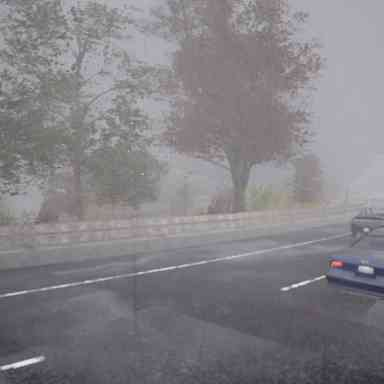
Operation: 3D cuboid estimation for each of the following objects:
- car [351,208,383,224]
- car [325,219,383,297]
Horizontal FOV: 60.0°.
[{"bbox_3d":[9.888,1.572,17.366,2.128,1.511,4.902,0,0,44],"label":"car"},{"bbox_3d":[5.324,1.586,8.197,5.357,1.411,2.033,0,0,-41],"label":"car"}]
